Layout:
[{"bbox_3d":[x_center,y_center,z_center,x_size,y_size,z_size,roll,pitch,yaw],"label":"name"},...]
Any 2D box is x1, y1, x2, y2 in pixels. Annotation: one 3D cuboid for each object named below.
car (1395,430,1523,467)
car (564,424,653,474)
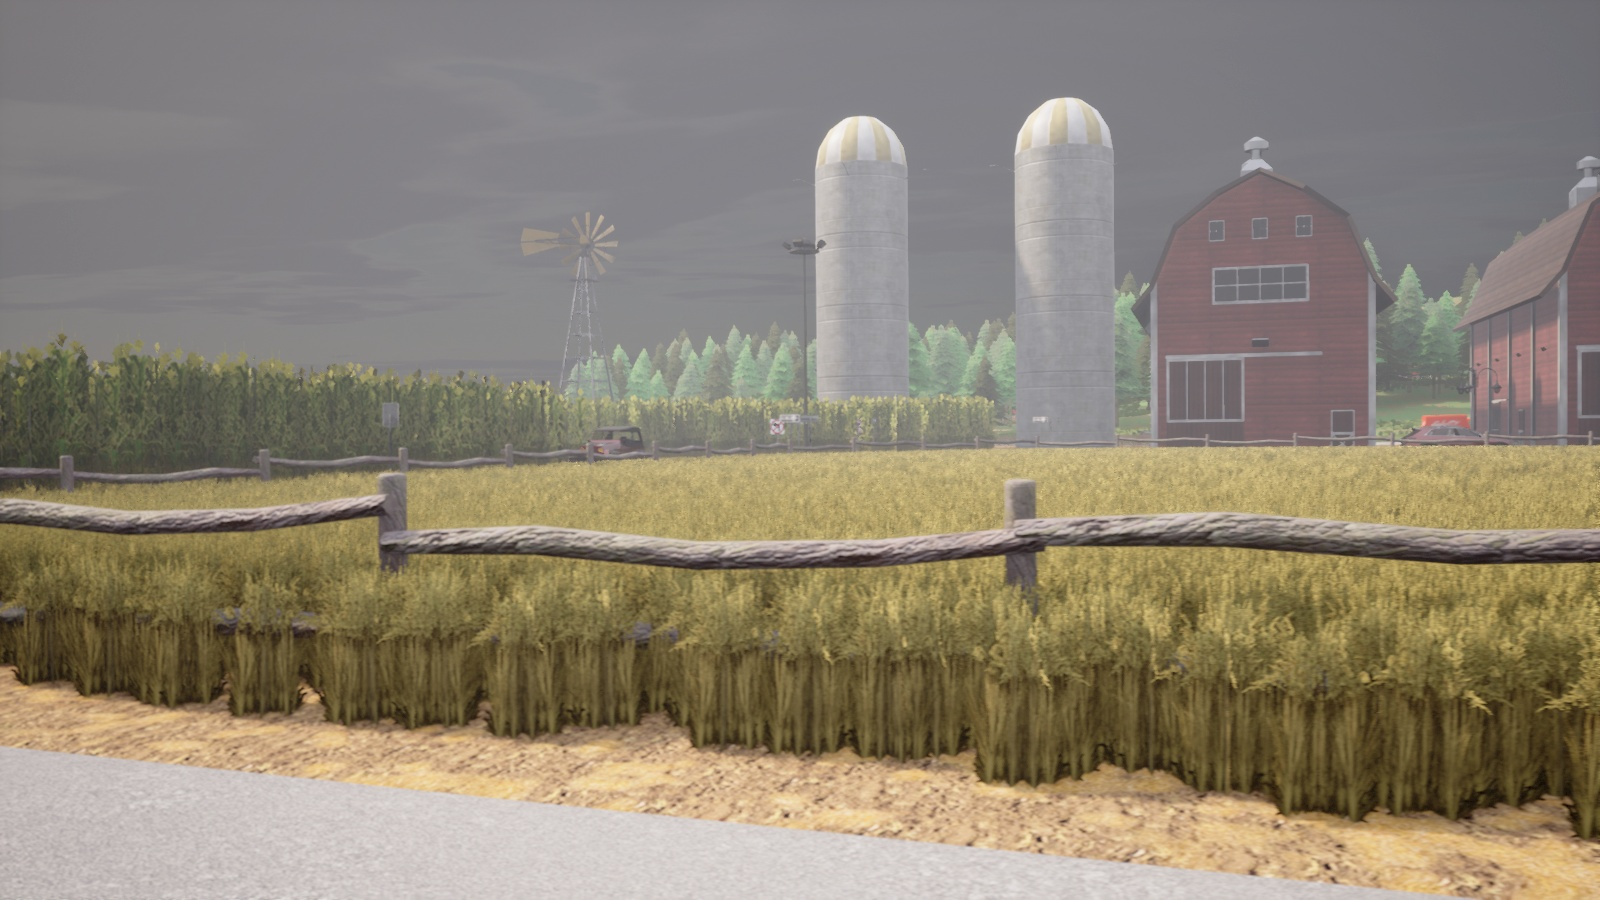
[{"bbox_3d":[30.152,-0.079,57.586,4.856,1.649,2.033,0,1,15],"label":"car"},{"bbox_3d":[-7.429,-0.059,49.021,1.905,1.878,3.866,0,1,18],"label":"car"}]
